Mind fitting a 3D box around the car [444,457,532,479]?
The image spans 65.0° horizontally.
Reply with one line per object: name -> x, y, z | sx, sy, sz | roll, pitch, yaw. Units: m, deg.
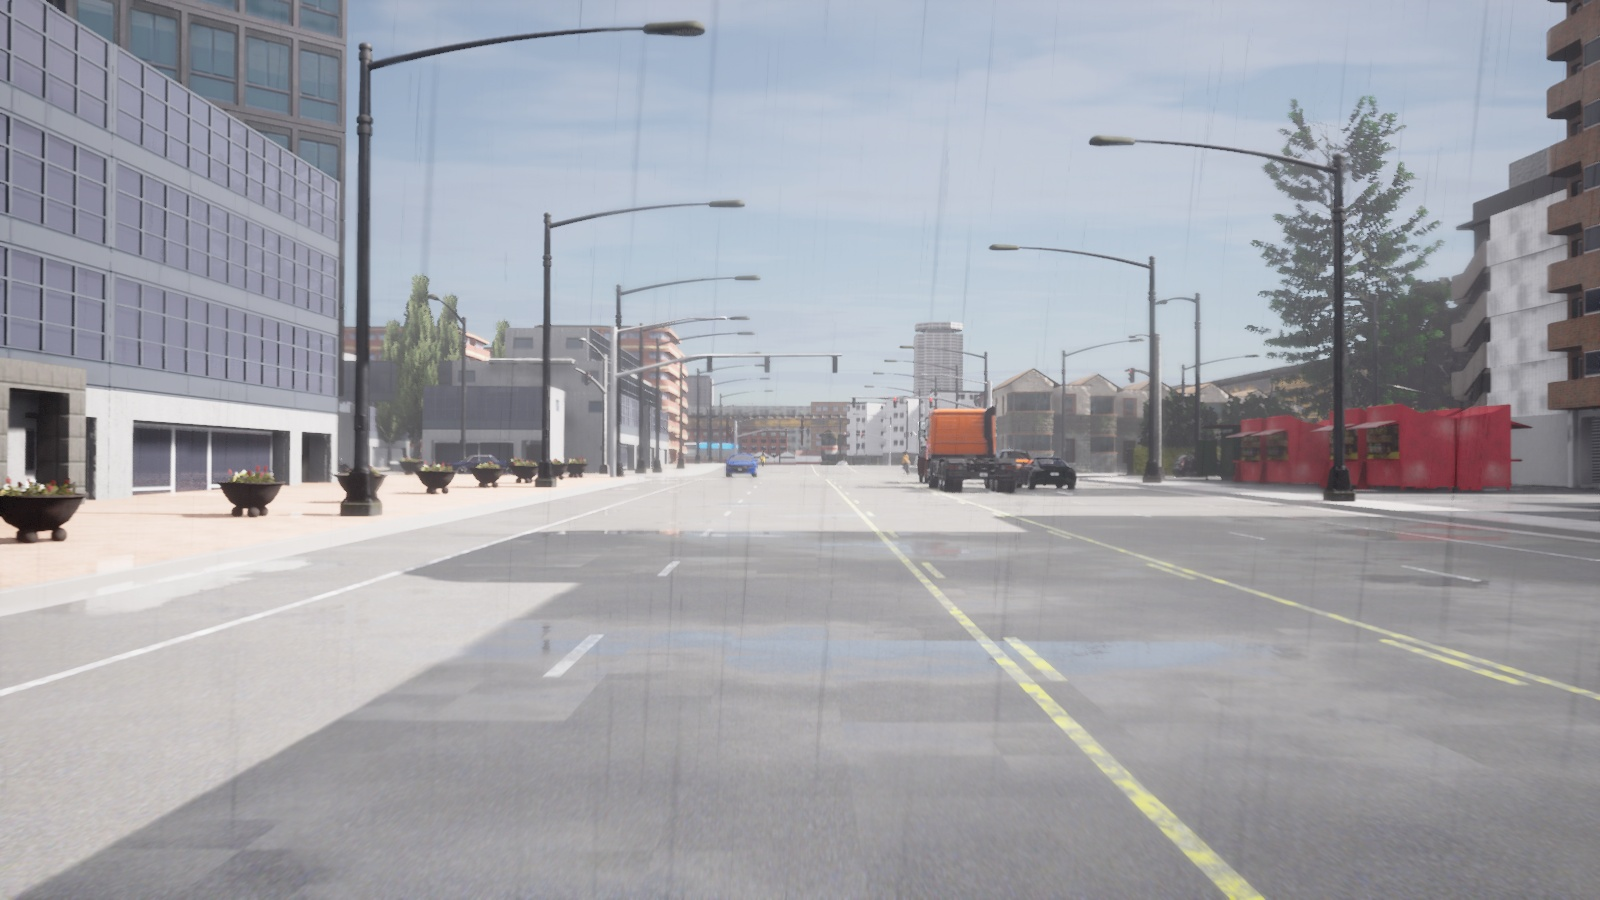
car -> -18.545, 1.083, 74.747 | 4.718, 1.301, 1.895 | 0, -1, 0

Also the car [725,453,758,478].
car -> -3.695, 0.979, 80.168 | 1.882, 1.535, 5.008 | 0, -1, 0

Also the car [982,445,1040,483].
car -> 10.348, 0.664, 61.941 | 2.097, 1.767, 4.553 | 0, 0, 0

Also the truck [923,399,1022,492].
truck -> 6.872, -0.169, 51.182 | 2.891, 3.462, 7.936 | 0, 0, 0

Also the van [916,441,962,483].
van -> 6.847, 0.576, 62.272 | 1.775, 1.987, 4.442 | 0, 0, 0

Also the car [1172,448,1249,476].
car -> 24.337, 0.706, 74.515 | 3.988, 1.617, 1.851 | 0, -1, 0

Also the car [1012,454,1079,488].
car -> 10.371, 0.860, 53.267 | 1.994, 1.385, 4.181 | 0, 0, 0
